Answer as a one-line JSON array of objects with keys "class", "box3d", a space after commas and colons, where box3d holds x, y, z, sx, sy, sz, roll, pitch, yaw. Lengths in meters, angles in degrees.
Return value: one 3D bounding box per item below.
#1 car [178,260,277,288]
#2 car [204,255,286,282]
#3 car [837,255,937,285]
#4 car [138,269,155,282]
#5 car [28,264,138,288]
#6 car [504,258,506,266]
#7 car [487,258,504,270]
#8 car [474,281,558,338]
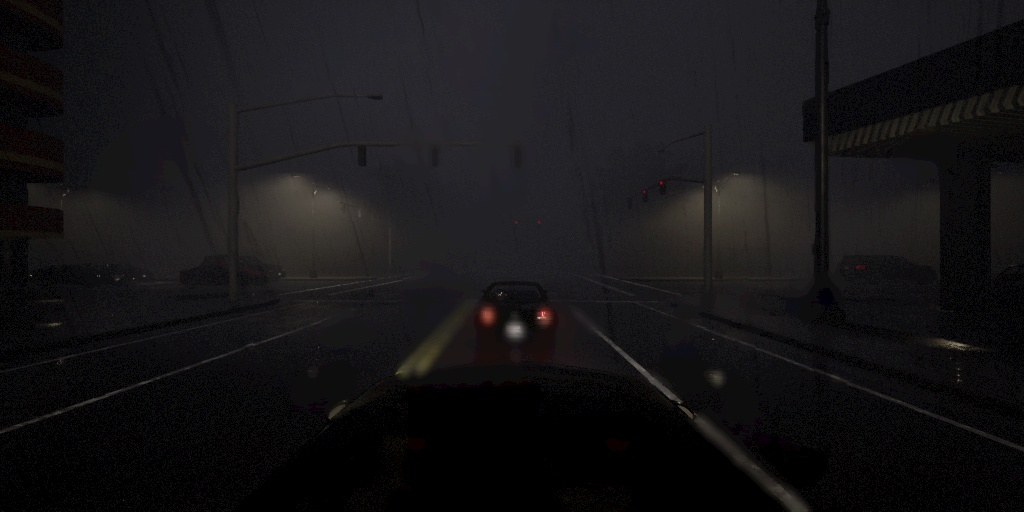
[{"class": "car", "box3d": [-18.322, 1.228, 22.927, 5.008, 1.535, 1.882, 0, 0, 1]}, {"class": "car", "box3d": [-19.882, 0.971, 26.475, 5.566, 2.045, 2.150, 0, 0, 1]}, {"class": "car", "box3d": [26.623, 0.971, 25.617, 5.566, 2.045, 2.150, 0, 0, 1]}, {"class": "car", "box3d": [-29.300, 1.314, 26.629, 4.181, 1.385, 1.994, 0, 0, 0]}, {"class": "car", "box3d": [-27.825, 1.241, 23.104, 4.902, 1.511, 2.128, 0, 0, 1]}, {"class": "car", "box3d": [-2.579, 1.227, 63.684, 1.882, 1.535, 5.008, 0, 0, 1]}, {"class": "car", "box3d": [-2.707, 1.297, 53.871, 2.033, 1.411, 5.357, 0, 0, 1]}, {"class": "car", "box3d": [0.100, 1.351, 10.152, 1.895, 1.301, 4.718, 0, 0, 0]}]
